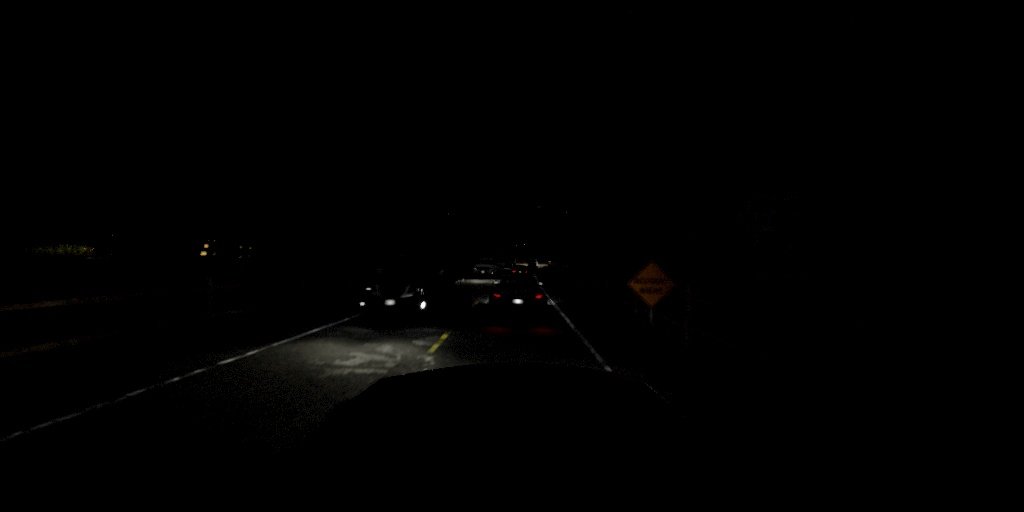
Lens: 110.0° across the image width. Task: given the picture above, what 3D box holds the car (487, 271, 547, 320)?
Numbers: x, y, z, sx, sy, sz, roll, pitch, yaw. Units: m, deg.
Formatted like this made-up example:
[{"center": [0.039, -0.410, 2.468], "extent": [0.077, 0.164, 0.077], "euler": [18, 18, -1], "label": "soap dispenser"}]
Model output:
[{"center": [0.220, 1.429, 13.359], "extent": [1.994, 1.385, 4.181], "euler": [1, -1, 1], "label": "car"}]

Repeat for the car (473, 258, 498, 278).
[{"center": [-2.726, 1.242, 37.793], "extent": [2.150, 2.045, 5.566], "euler": [1, -1, 2], "label": "car"}]

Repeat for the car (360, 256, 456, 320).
[{"center": [-3.466, 1.008, 13.118], "extent": [2.150, 2.045, 5.566], "euler": [1, -1, 1], "label": "car"}]

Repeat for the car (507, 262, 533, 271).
[{"center": [0.908, 1.656, 38.601], "extent": [2.033, 1.411, 5.357], "euler": [1, 0, 2], "label": "car"}]

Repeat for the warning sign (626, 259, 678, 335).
[{"center": [3.609, 1.012, 9.331], "extent": [1.300, 1.860, 1.060], "euler": [0, 0, 1], "label": "warning sign"}]
